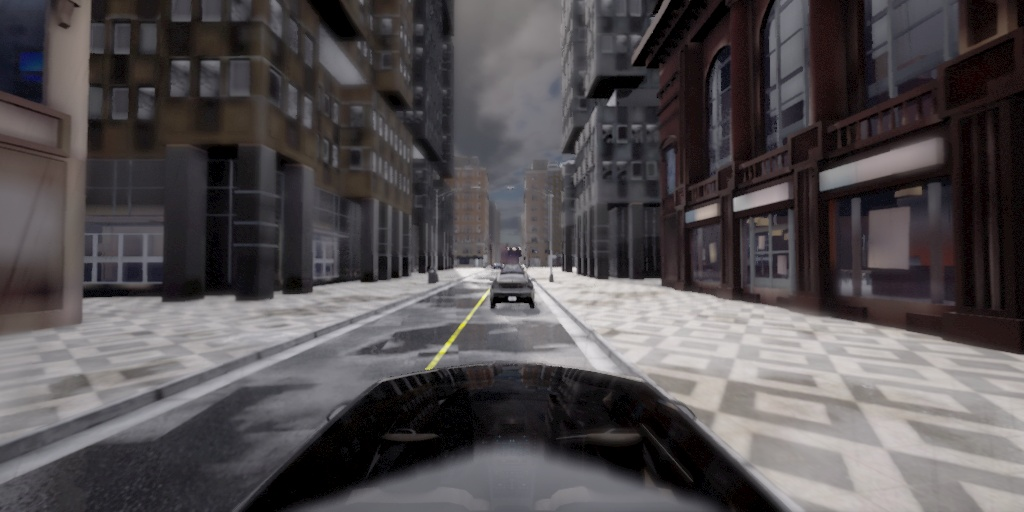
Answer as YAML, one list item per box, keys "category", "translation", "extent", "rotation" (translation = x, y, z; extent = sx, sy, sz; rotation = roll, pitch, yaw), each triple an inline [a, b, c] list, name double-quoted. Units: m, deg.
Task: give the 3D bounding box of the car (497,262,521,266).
- category: "car"
  translation: [0.048, 1.400, 30.929]
  extent: [2.097, 1.767, 4.553]
  rotation: [0, -1, 0]

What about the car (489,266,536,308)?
- category: "car"
  translation: [0.026, 1.403, 16.153]
  extent: [1.837, 1.490, 4.892]
  rotation: [0, 0, 0]
